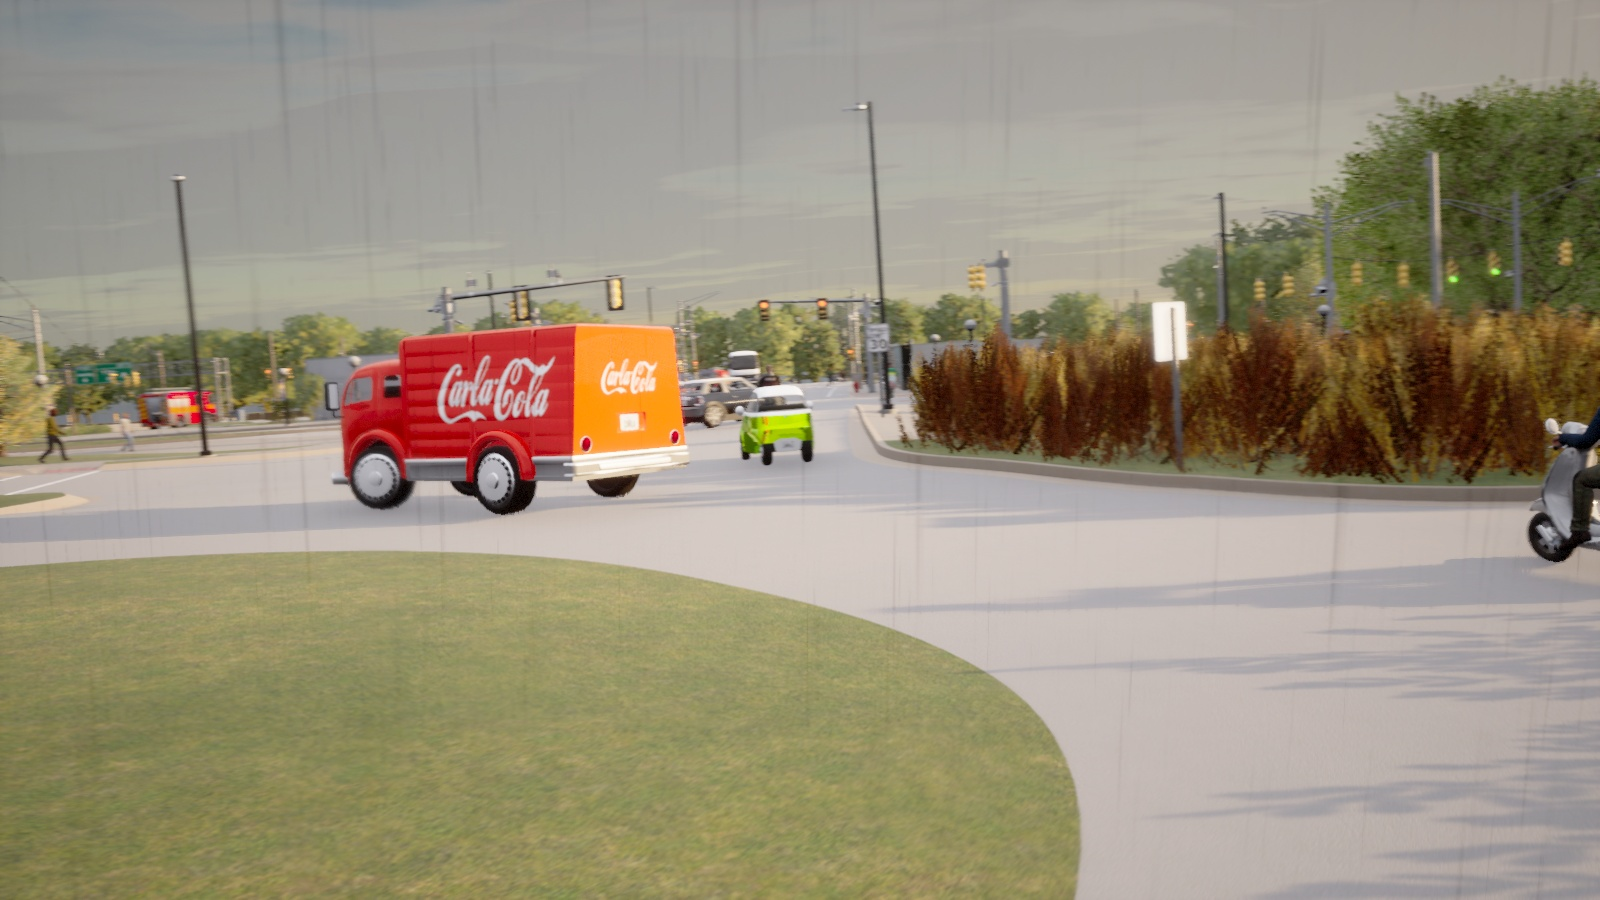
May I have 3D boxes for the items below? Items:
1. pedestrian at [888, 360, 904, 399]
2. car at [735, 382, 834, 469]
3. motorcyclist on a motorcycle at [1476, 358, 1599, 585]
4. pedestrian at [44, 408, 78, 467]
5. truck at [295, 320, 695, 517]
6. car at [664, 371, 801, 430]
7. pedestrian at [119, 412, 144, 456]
[{"bbox_3d":[4.970,-3.630,64.957,0.659,1.952,0.873,-4,4,5],"label":"pedestrian"},{"bbox_3d":[-0.323,-0.497,23.089,1.481,1.376,2.207,-5,5,-7],"label":"car"},{"bbox_3d":[6.107,0.130,9.373,0.866,1.590,1.817,-6,4,-9],"label":"motorcyclist on a motorcycle"},{"bbox_3d":[-24.018,-0.412,40.837,0.726,1.835,0.370,-6,5,-22],"label":"pedestrian"},{"bbox_3d":[-4.463,-0.420,18.209,5.204,2.467,2.627,-1,3,33],"label":"truck"},{"bbox_3d":[-2.069,-1.564,39.195,1.970,1.475,3.806,-1,6,45],"label":"car"},{"bbox_3d":[-29.429,-0.707,55.308,0.706,1.836,0.354,-4,4,-2],"label":"pedestrian"}]
